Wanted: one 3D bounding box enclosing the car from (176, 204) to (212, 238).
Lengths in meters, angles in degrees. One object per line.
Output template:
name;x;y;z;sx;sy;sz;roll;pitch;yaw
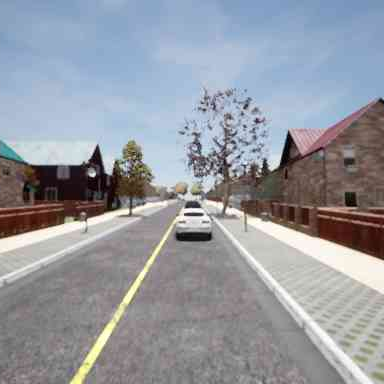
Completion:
car;0.096;1.626;18.336;1.812;1.442;4.674;0;0;0

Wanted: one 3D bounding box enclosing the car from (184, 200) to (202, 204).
car;0.092;1.709;38.692;1.882;1.535;5.008;0;0;0
